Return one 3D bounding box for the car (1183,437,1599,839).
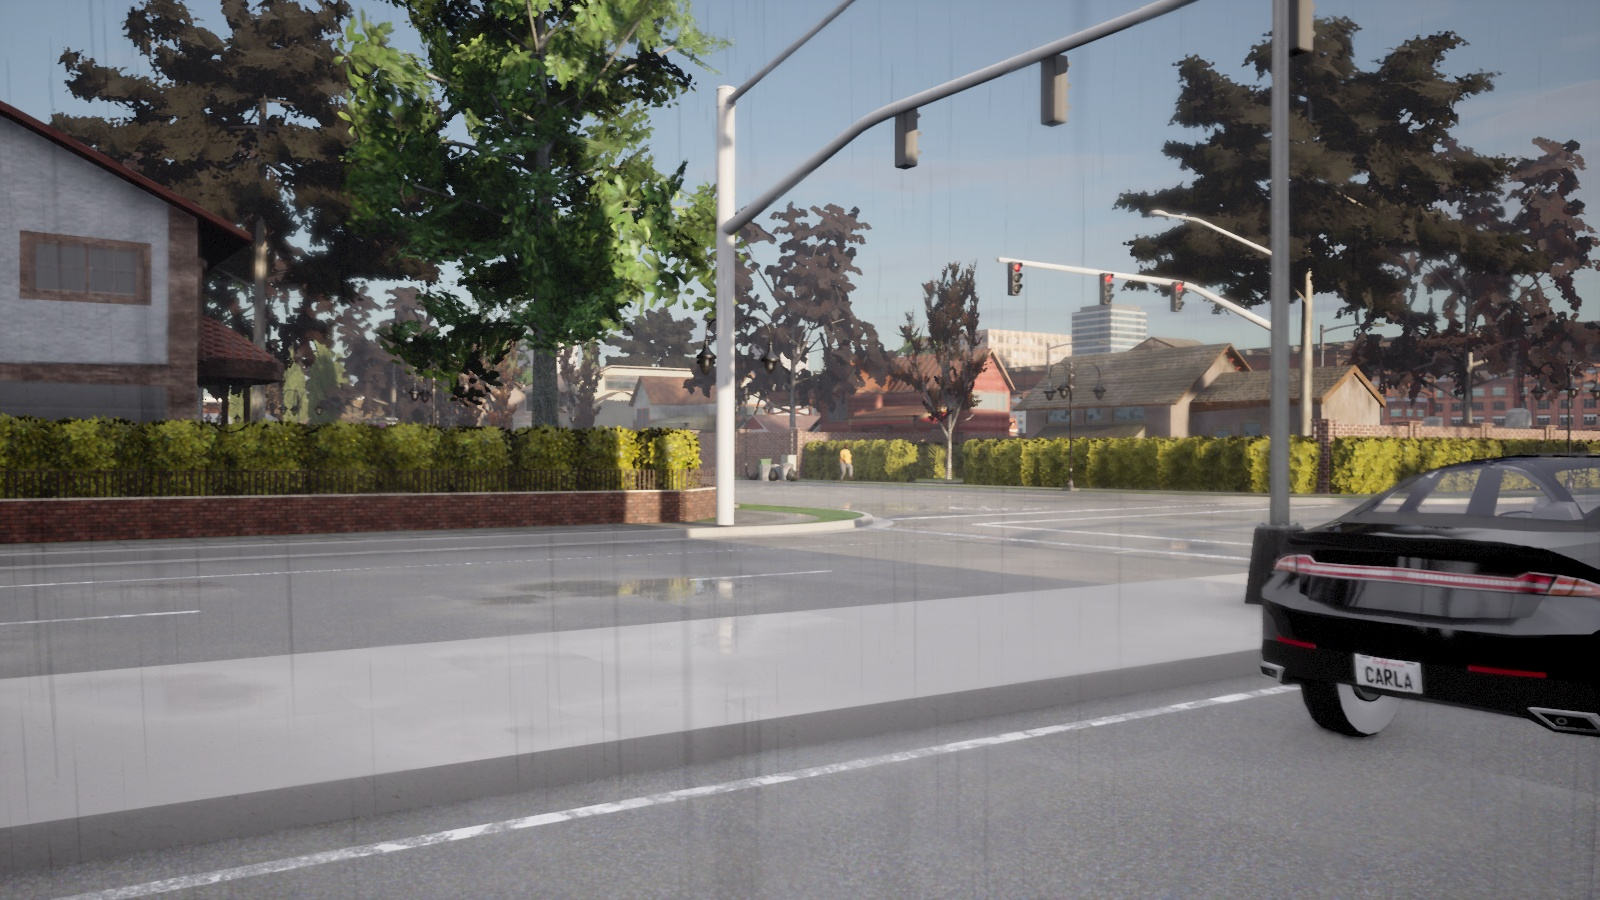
[{"bbox_3d":[4.540,0.710,6.820,4.902,1.511,2.128,0,0,-35],"label":"car"}]

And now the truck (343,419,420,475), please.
[{"bbox_3d":[-30.028,-0.192,89.825,2.891,3.827,8.468,0,0,-35],"label":"truck"}]

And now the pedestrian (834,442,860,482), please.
[{"bbox_3d":[2.189,0.558,58.721,0.874,1.855,0.900,0,0,-34],"label":"pedestrian"}]
